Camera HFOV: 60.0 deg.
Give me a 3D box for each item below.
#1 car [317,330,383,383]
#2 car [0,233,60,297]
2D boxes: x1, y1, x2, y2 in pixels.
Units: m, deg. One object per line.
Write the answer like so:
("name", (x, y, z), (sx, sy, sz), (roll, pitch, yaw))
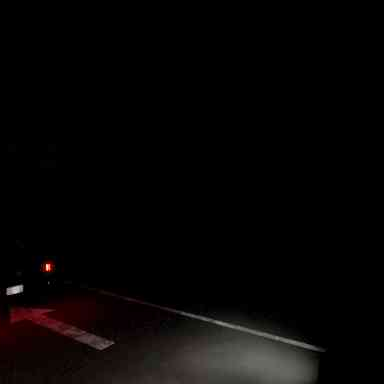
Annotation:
("car", (3.084, 1.526, 1.718), (4.674, 1.442, 1.812), (0, 0, 36))
("car", (-5.211, 1.601, 7.713), (4.718, 1.301, 1.895), (0, 0, 35))
